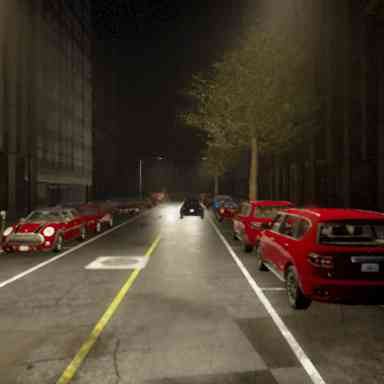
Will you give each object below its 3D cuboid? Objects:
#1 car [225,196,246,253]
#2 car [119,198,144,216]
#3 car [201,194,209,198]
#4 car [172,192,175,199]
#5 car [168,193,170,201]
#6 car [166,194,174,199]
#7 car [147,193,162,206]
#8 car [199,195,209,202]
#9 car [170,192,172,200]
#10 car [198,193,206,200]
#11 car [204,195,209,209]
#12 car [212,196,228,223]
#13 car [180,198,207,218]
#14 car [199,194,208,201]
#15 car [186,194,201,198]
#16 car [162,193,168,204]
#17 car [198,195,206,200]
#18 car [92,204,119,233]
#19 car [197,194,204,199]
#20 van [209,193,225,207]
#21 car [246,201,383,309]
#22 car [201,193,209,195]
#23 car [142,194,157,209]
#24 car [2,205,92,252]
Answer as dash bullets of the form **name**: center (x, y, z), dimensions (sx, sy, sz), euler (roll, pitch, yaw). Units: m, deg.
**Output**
- **car**: center (2.806, 1.249, 13.319), dimensions (2.192, 1.841, 5.009), euler (0, 0, 0)
- **car**: center (-5.791, 1.448, 30.215), dimensions (1.802, 1.307, 4.206), euler (0, 0, 0)
- **car**: center (2.661, 1.365, 47.156), dimensions (1.947, 1.339, 4.313), euler (0, 0, 0)
- **car**: center (-6.032, 1.288, 86.602), dimensions (1.947, 1.339, 4.313), euler (0, 0, 0)
- **car**: center (-5.935, 1.332, 64.047), dimensions (1.947, 1.339, 4.313), euler (0, 0, 0)
- **car**: center (-6.056, 1.281, 92.239), dimensions (1.947, 1.339, 4.313), euler (0, 0, 0)
- **car**: center (-5.865, 1.121, 47.129), dimensions (2.192, 1.841, 5.009), euler (0, 0, 0)
- **car**: center (2.566, 1.312, 69.714), dimensions (1.947, 1.339, 4.313), euler (0, 0, 0)
- **car**: center (-5.960, 1.068, 69.684), dimensions (2.192, 1.841, 5.009), euler (0, 0, 0)
- **car**: center (2.493, 1.155, 86.633), dimensions (1.967, 1.590, 4.097), euler (0, 0, 0)
- **car**: center (2.685, 1.397, 41.518), dimensions (1.802, 1.307, 4.206), euler (0, 0, 0)
- **car**: center (2.758, 1.324, 24.599), dimensions (1.967, 1.590, 4.097), euler (0, 0, 0)
- **car**: center (-0.015, 1.434, 28.220), dimensions (1.994, 1.385, 4.181), euler (0, 0, 0)
- **car**: center (2.540, 1.259, 75.524), dimensions (1.752, 1.417, 4.829), euler (0, 0, 0)
- **car**: center (-0.093, 1.280, 46.753), dimensions (1.882, 1.535, 5.008), euler (0, 0, 0)
- **car**: center (-5.912, 1.094, 58.407), dimensions (2.192, 1.841, 5.009), euler (0, 0, 0)
- **car**: center (2.517, 1.306, 80.993), dimensions (1.802, 1.307, 4.206), euler (0, 0, 0)
- **car**: center (-5.743, 1.460, 18.937), dimensions (1.887, 1.381, 4.507), euler (0, 0, 0)
- **car**: center (2.469, 1.290, 92.272), dimensions (1.802, 1.307, 4.206), euler (0, 0, 0)
- **van**: center (2.734, 1.200, 30.238), dimensions (1.690, 1.788, 3.998), euler (0, 0, 0)
- **car**: center (2.830, 1.275, 7.680), dimensions (2.192, 1.841, 5.009), euler (0, 0, 0)
- **car**: center (2.637, 1.101, 52.795), dimensions (2.192, 1.841, 5.009), euler (0, 0, 0)
- **car**: center (-5.839, 1.347, 41.322), dimensions (1.752, 1.417, 4.829), euler (0, 0, 0)
- **car**: center (-5.720, 1.381, 13.297), dimensions (1.967, 1.590, 4.097), euler (0, 0, 0)
